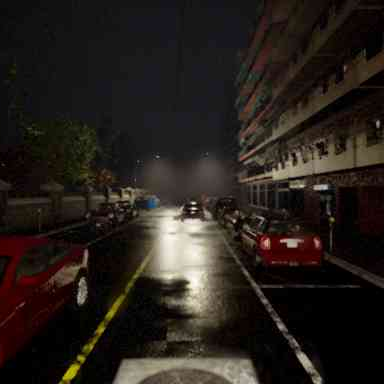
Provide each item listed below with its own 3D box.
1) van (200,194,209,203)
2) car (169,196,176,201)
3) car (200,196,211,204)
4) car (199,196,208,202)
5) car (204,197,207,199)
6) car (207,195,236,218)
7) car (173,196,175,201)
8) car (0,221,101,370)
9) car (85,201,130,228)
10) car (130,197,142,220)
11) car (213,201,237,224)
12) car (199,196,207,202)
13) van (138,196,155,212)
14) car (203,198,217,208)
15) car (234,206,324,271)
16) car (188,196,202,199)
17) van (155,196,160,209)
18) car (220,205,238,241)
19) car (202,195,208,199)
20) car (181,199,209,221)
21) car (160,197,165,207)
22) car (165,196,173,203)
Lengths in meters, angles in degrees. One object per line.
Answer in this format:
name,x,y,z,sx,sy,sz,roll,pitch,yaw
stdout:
van,2.718,1.450,72.817,1.690,1.788,3.998,0,0,0
car,-5.655,1.746,95.343,1.802,1.307,4.206,0,0,0
car,2.716,1.536,67.186,1.967,1.590,4.097,0,0,0
car,2.720,1.689,78.447,1.947,1.339,4.313,0,0,0
car,2.706,1.582,39.036,1.887,1.381,4.507,0,0,0
car,2.703,1.338,27.776,2.192,1.841,5.009,0,0,0
car,-5.657,1.717,89.712,1.947,1.339,4.313,0,0,0
car,-3.073,1.481,5.012,1.882,1.535,5.008,0,0,0
car,-5.680,1.458,22.149,1.967,1.590,4.097,0,0,0
car,-5.677,1.464,27.778,1.967,1.590,4.097,0,0,0
car,2.701,1.561,22.145,1.887,1.381,4.507,0,0,0
car,2.721,1.687,84.078,2.008,1.369,4.403,0,0,0
van,-5.674,1.380,39.039,1.690,1.788,3.998,0,0,0
car,2.710,1.639,50.296,1.802,1.307,4.206,0,0,0
car,2.697,1.447,10.885,1.967,1.590,4.097,0,0,0
car,0.112,1.554,46.229,1.837,1.490,4.892,0,0,0
van,-5.672,1.389,44.668,1.690,1.788,3.998,0,0,0
car,2.698,1.562,16.515,2.008,1.369,4.403,0,0,0
car,2.708,1.487,44.665,1.967,1.590,4.097,0,0,0
car,0.088,1.570,27.084,2.033,1.411,5.357,0,0,0
car,-5.670,1.609,50.298,2.008,1.369,4.403,0,0,0
car,-5.662,1.635,72.650,1.752,1.417,4.829,0,0,0
